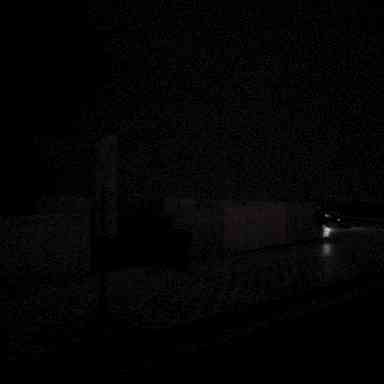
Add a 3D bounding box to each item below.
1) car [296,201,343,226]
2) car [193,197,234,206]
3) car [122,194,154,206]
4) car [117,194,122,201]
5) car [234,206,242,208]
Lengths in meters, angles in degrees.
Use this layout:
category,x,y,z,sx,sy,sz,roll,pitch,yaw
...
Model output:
category,x,y,z,sx,sy,sz,roll,pitch,yaw
car,7.409,1.357,21.697,1.812,1.442,4.674,1,0,-34
car,1.161,1.184,30.444,2.128,1.511,4.902,1,0,-36
car,-6.415,0.999,40.977,1.882,1.535,5.008,1,0,-36
car,-10.192,0.951,51.178,2.033,1.411,5.357,1,0,-35
car,2.939,1.226,33.043,1.812,1.442,4.674,1,0,-36
